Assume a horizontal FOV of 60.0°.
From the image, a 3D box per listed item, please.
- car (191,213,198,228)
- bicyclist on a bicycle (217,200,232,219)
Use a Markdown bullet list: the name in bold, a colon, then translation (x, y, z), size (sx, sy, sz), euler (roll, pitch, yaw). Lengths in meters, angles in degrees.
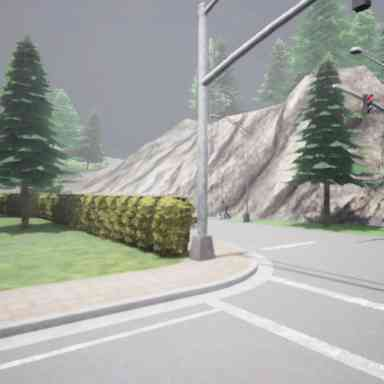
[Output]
- **car**: translation (-1.476, 1.516, 22.108), size (1.882, 1.535, 5.008), euler (0, 0, -37)
- **bicyclist on a bicycle**: translation (2.804, 1.515, 28.622), size (1.656, 1.620, 0.582), euler (0, 0, -37)
